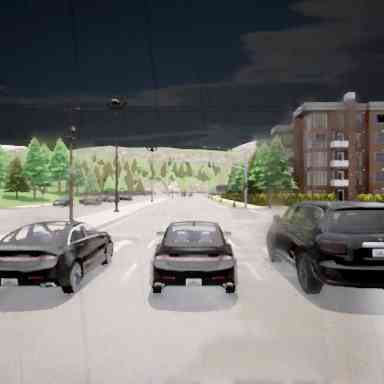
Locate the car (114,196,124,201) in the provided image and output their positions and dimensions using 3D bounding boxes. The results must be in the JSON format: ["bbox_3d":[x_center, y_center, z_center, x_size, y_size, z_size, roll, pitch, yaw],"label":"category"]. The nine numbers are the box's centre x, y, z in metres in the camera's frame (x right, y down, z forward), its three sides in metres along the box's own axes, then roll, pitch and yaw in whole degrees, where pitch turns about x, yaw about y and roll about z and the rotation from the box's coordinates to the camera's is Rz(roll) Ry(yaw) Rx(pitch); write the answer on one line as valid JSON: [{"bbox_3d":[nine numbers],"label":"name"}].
[{"bbox_3d":[-19.863,1.671,90.694,1.895,1.301,4.718,0,0,0],"label":"car"}]

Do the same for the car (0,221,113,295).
[{"bbox_3d":[-3.450,1.500,8.758,2.128,1.511,4.902,0,0,0],"label":"car"}]

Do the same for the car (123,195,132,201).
[{"bbox_3d":[-16.360,1.546,83.952,1.882,1.535,5.008,0,0,0],"label":"car"}]

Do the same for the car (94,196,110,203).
[{"bbox_3d":[-19.856,1.586,73.682,2.128,1.511,4.902,0,0,0],"label":"car"}]

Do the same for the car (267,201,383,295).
[{"bbox_3d":[3.551,1.229,8.863,2.150,2.045,5.566,0,0,1],"label":"car"}]

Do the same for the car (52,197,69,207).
[{"bbox_3d":[-19.747,1.534,51.000,2.128,1.511,4.902,0,0,-1],"label":"car"}]

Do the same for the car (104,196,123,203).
[{"bbox_3d":[-16.354,1.582,69.042,1.812,1.442,4.674,0,0,0],"label":"car"}]

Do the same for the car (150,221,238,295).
[{"bbox_3d":[0.050,1.500,8.752,2.128,1.511,4.902,0,0,0],"label":"car"}]

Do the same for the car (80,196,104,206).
[{"bbox_3d":[-16.284,1.609,54.330,1.994,1.385,4.181,0,0,-1],"label":"car"}]
